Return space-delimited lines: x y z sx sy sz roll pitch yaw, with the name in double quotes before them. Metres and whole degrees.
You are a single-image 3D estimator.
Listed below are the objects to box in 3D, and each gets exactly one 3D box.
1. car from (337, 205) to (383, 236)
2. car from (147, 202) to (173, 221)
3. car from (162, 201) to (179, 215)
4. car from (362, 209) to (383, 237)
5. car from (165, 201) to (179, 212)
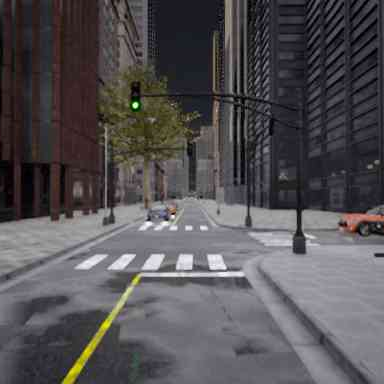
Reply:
"car" 10.851 1.554 19.172 4.553 1.767 2.097 0 -1 0
"car" -3.089 1.929 31.486 1.812 1.442 4.674 0 -1 0
"car" -3.084 1.884 41.173 2.097 1.767 4.553 0 -1 0
"car" 11.530 1.695 16.071 5.357 1.411 2.033 0 -1 0
"car" -3.071 2.184 51.522 1.837 1.490 4.892 0 -1 0
